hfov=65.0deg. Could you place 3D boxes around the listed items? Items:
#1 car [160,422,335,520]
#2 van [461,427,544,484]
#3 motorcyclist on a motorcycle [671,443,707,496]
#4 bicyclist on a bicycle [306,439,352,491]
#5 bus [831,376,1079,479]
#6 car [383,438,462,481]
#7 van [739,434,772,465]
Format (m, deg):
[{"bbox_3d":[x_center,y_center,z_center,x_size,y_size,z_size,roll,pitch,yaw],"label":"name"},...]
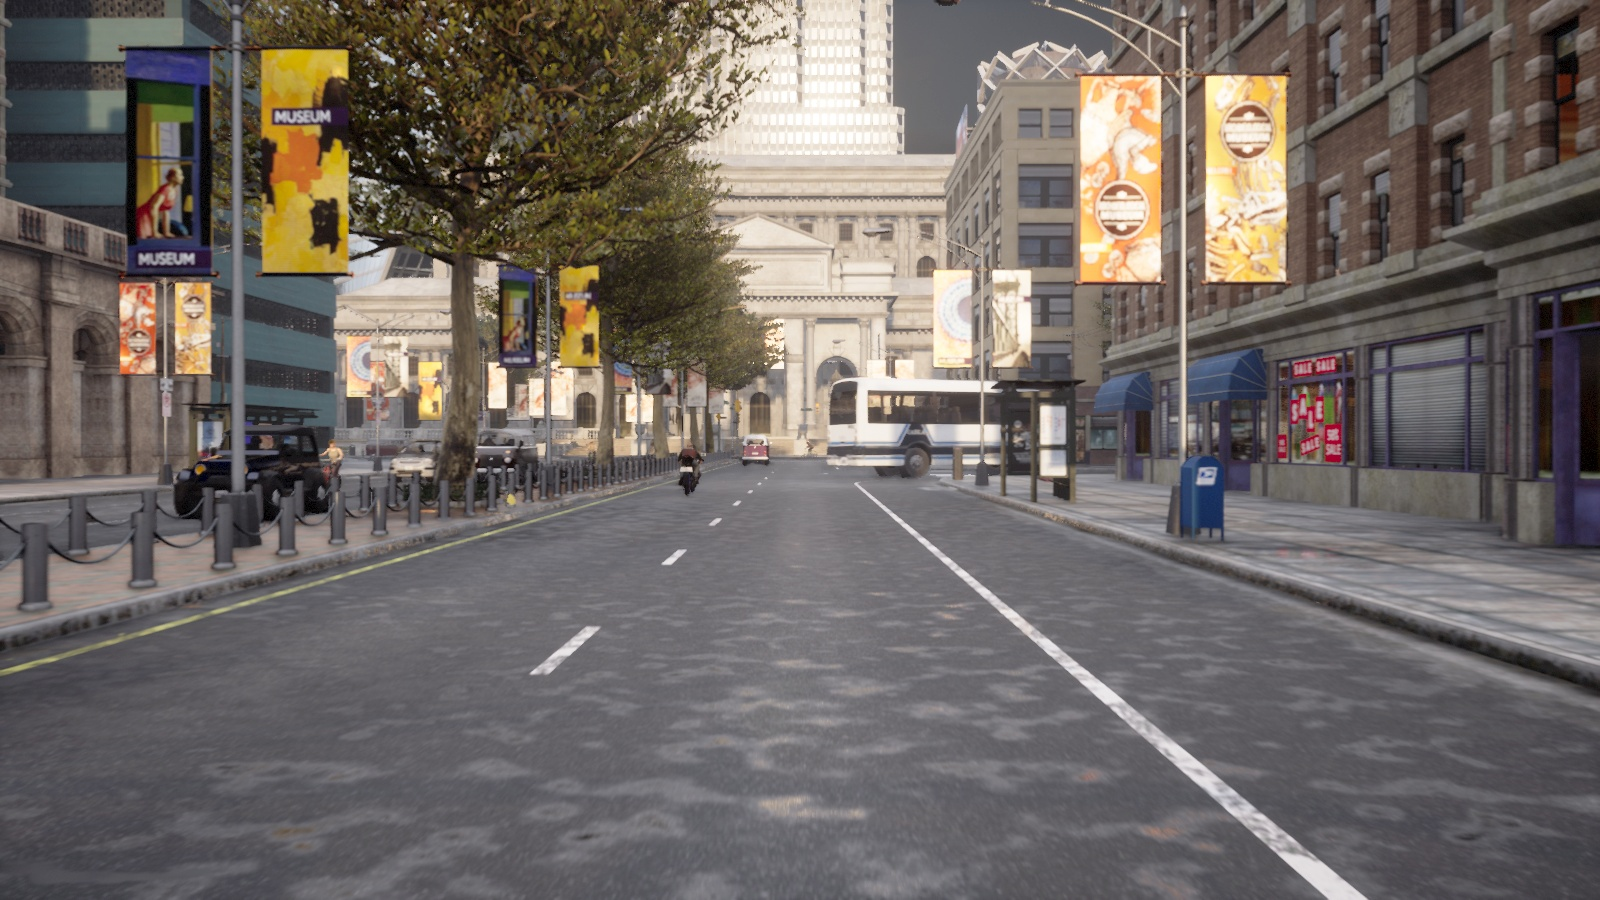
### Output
[{"bbox_3d":[-11.337,0.386,26.085,1.905,1.878,3.866,0,0,0],"label":"car"},{"bbox_3d":[-11.215,0.192,47.664,2.069,2.038,4.480,0,0,0],"label":"van"},{"bbox_3d":[-3.273,0.568,37.323,0.866,1.530,2.191,0,0,0],"label":"motorcyclist on a motorcycle"},{"bbox_3d":[-14.757,0.449,39.399,0.866,1.612,1.509,0,0,1],"label":"bicyclist on a bicycle"},{"bbox_3d":[6.851,-0.937,55.466,10.273,4.253,3.944,0,0,-23],"label":"bus"},{"bbox_3d":[-14.707,0.356,49.104,1.851,1.617,3.988,0,0,0],"label":"car"},{"bbox_3d":[-2.997,-0.023,86.068,2.069,2.038,4.480,0,0,0],"label":"van"}]
